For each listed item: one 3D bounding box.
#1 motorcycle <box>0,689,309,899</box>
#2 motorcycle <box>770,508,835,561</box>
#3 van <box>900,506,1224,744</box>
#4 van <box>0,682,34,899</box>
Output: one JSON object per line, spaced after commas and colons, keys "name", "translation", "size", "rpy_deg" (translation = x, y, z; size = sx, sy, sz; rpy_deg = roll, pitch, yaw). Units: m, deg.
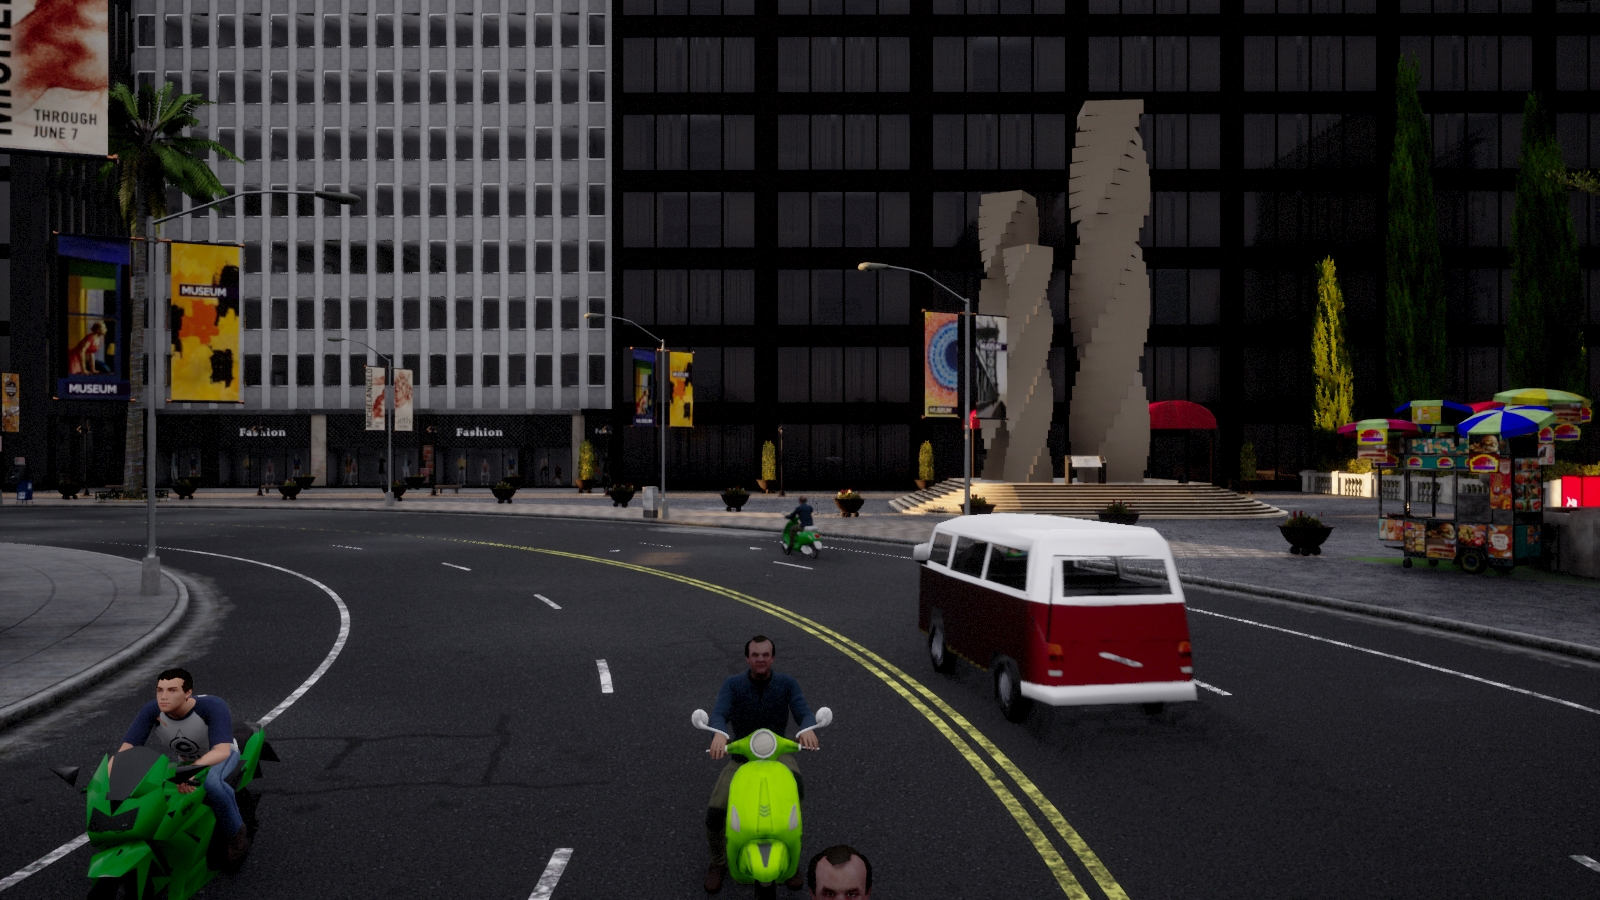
{"name": "motorcycle", "translation": [-3.697, 2.213, 6.785], "size": [0.803, 1.145, 2.033], "rpy_deg": [0, 0, -4]}
{"name": "motorcycle", "translation": [0.042, 2.182, 29.755], "size": [0.856, 1.236, 1.805], "rpy_deg": [-1, 0, -32]}
{"name": "van", "translation": [2.743, 1.782, 13.235], "size": [2.069, 2.038, 4.480], "rpy_deg": [0, 0, -10]}
{"name": "van", "translation": [-3.531, 1.783, 1.506], "size": [2.069, 2.038, 4.480], "rpy_deg": [0, 0, -1]}
